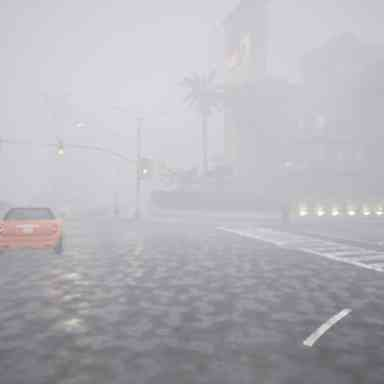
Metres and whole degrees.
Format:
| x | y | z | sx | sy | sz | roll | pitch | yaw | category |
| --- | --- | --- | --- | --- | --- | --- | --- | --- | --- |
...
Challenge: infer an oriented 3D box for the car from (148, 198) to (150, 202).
| x | y | z | sx | sy | sz | roll | pitch | yaw | category |
| --- | --- | --- | --- | --- | --- | --- | --- | --- | --- |
| -5.755 | 1.409 | 62.075 | 2.033 | 1.411 | 5.357 | 1 | 0 | 40 | car |

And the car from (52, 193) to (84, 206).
| x | y | z | sx | sy | sz | roll | pitch | yaw | category |
| --- | --- | --- | --- | --- | --- | --- | --- | --- | --- |
| -17.369 | 1.200 | 47.581 | 1.812 | 1.442 | 4.674 | 1 | 0 | 16 | car |

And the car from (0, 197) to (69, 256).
| x | y | z | sx | sy | sz | roll | pitch | yaw | category |
| --- | --- | --- | --- | --- | --- | --- | --- | --- | --- |
| -6.016 | 1.242 | 12.782 | 2.097 | 1.767 | 4.553 | 1 | 0 | -20 | car |

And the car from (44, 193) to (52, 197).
| x | y | z | sx | sy | sz | roll | pitch | yaw | category |
| --- | --- | --- | --- | --- | --- | --- | --- | --- | --- |
| -20.580 | 0.971 | 49.044 | 2.097 | 1.767 | 4.553 | 1 | 0 | 16 | car |
